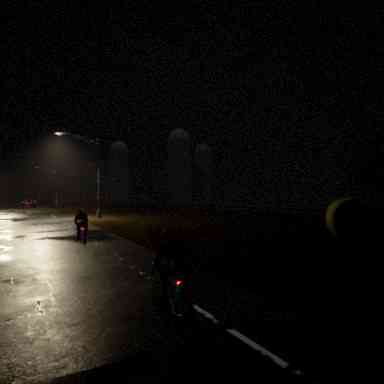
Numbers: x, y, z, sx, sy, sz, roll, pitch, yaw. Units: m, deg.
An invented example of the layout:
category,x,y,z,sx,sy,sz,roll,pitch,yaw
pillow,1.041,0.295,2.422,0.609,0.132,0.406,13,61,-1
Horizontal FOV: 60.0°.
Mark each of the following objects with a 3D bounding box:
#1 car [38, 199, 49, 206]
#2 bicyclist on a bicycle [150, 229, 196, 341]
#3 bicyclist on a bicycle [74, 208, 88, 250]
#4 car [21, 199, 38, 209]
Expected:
category,x,y,z,sx,sy,sz,roll,pitch,yaw
car,-32.756,2.184,71.345,2.128,1.511,4.902,-2,-1,12
bicyclist on a bicycle,-0.334,1.449,5.494,0.582,1.620,1.656,-1,0,-27
bicyclist on a bicycle,-4.463,1.495,13.454,0.582,1.620,1.656,-1,0,-27
car,-26.790,1.970,54.622,1.837,1.490,4.892,-1,0,-27
